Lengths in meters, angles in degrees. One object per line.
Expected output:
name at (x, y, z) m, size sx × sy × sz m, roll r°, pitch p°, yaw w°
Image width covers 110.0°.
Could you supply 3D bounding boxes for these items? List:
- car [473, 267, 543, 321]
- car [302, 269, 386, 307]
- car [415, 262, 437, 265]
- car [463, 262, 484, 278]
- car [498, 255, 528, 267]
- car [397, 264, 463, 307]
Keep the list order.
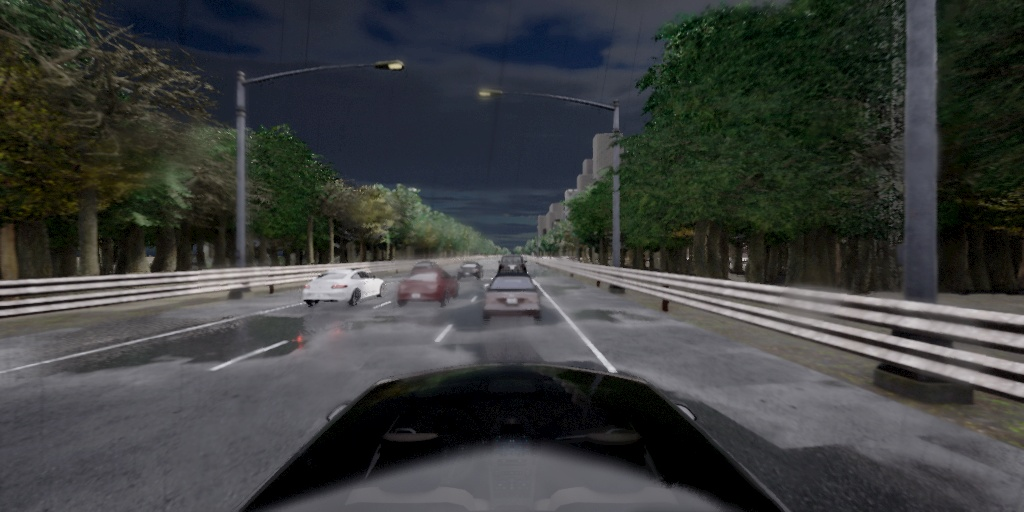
car at (0.030, 1.284, 12.391) m, size 2.033 × 1.411 × 5.357 m, roll 0°, pitch 0°, yaw 1°
car at (-6.949, 1.257, 15.245) m, size 1.812 × 1.442 × 4.674 m, roll 0°, pitch 0°, yaw 0°
car at (-6.947, 1.209, 29.594) m, size 1.837 × 1.490 × 4.892 m, roll 0°, pitch 1°, yaw 0°
car at (-3.443, 1.226, 30.340) m, size 1.812 × 1.442 × 4.674 m, roll 0°, pitch 0°, yaw 1°
car at (0.042, 0.929, 28.460) m, size 2.150 × 2.045 × 5.566 m, roll 0°, pitch 0°, yaw 1°
car at (-3.448, 1.257, 15.246) m, size 1.812 × 1.442 × 4.674 m, roll 0°, pitch 0°, yaw 0°
